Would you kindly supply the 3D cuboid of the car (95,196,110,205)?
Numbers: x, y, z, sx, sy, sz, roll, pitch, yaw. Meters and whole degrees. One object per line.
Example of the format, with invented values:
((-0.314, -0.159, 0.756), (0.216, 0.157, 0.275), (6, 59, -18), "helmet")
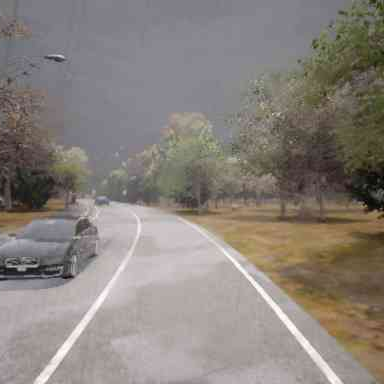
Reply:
((-14.148, 1.326, 52.334), (1.812, 1.442, 4.674), (2, 0, -22), "car")

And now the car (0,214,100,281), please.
((-4.039, 1.490, 9.953), (1.837, 1.490, 4.892), (0, 0, -4), "car")
